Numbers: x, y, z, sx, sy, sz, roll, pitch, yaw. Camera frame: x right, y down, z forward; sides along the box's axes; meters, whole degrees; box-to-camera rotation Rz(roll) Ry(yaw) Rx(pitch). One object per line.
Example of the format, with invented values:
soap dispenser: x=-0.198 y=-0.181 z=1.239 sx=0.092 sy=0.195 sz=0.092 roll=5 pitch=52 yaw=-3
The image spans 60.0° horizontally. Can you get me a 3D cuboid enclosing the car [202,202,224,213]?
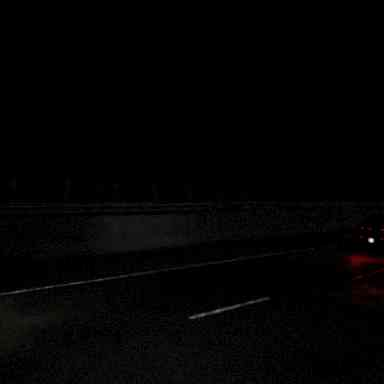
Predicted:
car: x=3.263 y=1.723 z=32.119 sx=5.008 sy=1.535 sz=1.882 roll=1 pitch=-1 yaw=-35

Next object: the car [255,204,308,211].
car: x=7.616 y=1.755 z=26.627 sx=4.892 sy=1.490 sz=1.837 roll=1 pitch=-1 yaw=-35

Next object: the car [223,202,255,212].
car: x=5.315 y=1.771 z=29.268 sx=4.674 sy=1.442 sz=1.812 roll=1 pitch=-1 yaw=-36

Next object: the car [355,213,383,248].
car: x=9.023 y=1.673 z=14.487 sx=4.892 sy=1.490 sz=1.837 roll=1 pitch=-1 yaw=-35
